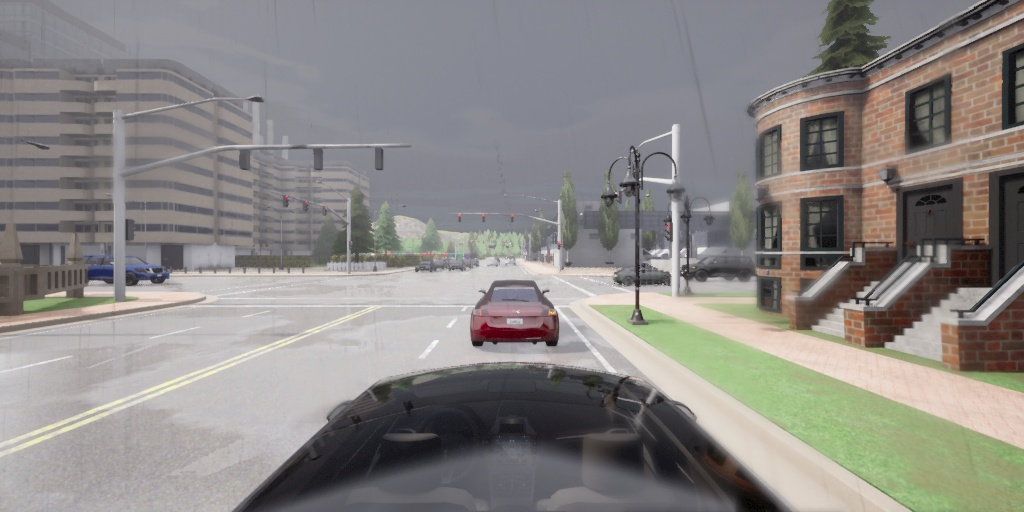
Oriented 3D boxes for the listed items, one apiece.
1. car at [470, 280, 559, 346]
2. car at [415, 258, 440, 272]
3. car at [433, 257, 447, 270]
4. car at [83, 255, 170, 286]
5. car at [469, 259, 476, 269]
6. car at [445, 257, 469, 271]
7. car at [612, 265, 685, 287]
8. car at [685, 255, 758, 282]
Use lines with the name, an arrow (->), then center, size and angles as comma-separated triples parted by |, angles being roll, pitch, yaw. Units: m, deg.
car -> 0.055, 1.314, 9.385 | 1.994, 1.385, 4.181 | 0, 0, 0
car -> -10.770, 1.313, 45.062 | 1.994, 1.385, 4.181 | 0, 0, 0
car -> -10.802, 1.253, 53.716 | 1.837, 1.490, 4.892 | 0, 0, 0
car -> -26.938, 0.971, 24.569 | 5.566, 2.045, 2.150 | 0, 0, 0
car -> -7.309, 1.253, 57.479 | 1.837, 1.490, 4.892 | 0, 0, 0
car -> -7.276, 1.254, 48.116 | 1.837, 1.490, 4.892 | 0, 0, 0
car -> 8.990, 1.313, 24.293 | 4.181, 1.385, 1.994 | 0, 0, 0
car -> 16.083, 0.971, 28.096 | 5.566, 2.045, 2.150 | 0, 0, -1
